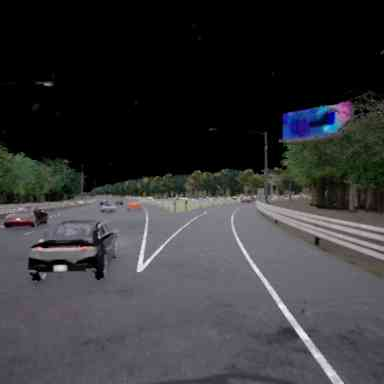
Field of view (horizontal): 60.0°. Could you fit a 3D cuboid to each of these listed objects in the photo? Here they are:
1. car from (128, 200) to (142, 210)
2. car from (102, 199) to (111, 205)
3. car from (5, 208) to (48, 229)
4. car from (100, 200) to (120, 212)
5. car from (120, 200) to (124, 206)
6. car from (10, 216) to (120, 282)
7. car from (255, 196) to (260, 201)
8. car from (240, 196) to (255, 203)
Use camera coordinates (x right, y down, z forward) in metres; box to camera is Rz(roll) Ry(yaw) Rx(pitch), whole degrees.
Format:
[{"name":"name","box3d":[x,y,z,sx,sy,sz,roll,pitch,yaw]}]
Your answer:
[{"name":"car","box3d":[-9.214,2.006,53.487,2.097,1.767,4.553,0,-1,-9]},{"name":"car","box3d":[-22.750,2.626,88.542,2.097,1.767,4.553,0,-1,-12]},{"name":"car","box3d":[-12.062,1.862,24.594,1.994,1.385,4.181,0,-1,-7]},{"name":"car","box3d":[-11.647,2.181,47.119,1.895,1.301,4.718,0,-1,-9]},{"name":"car","box3d":[-17.922,2.636,82.349,1.837,1.490,4.892,0,-1,-11]},{"name":"car","box3d":[-3.366,1.598,10.190,2.128,1.511,4.902,0,-1,-7]},{"name":"car","box3d":[16.856,1.837,88.089,1.812,1.442,4.674,0,0,28]},{"name":"car","box3d":[12.919,2.022,78.737,1.895,1.301,4.718,0,0,22]}]
